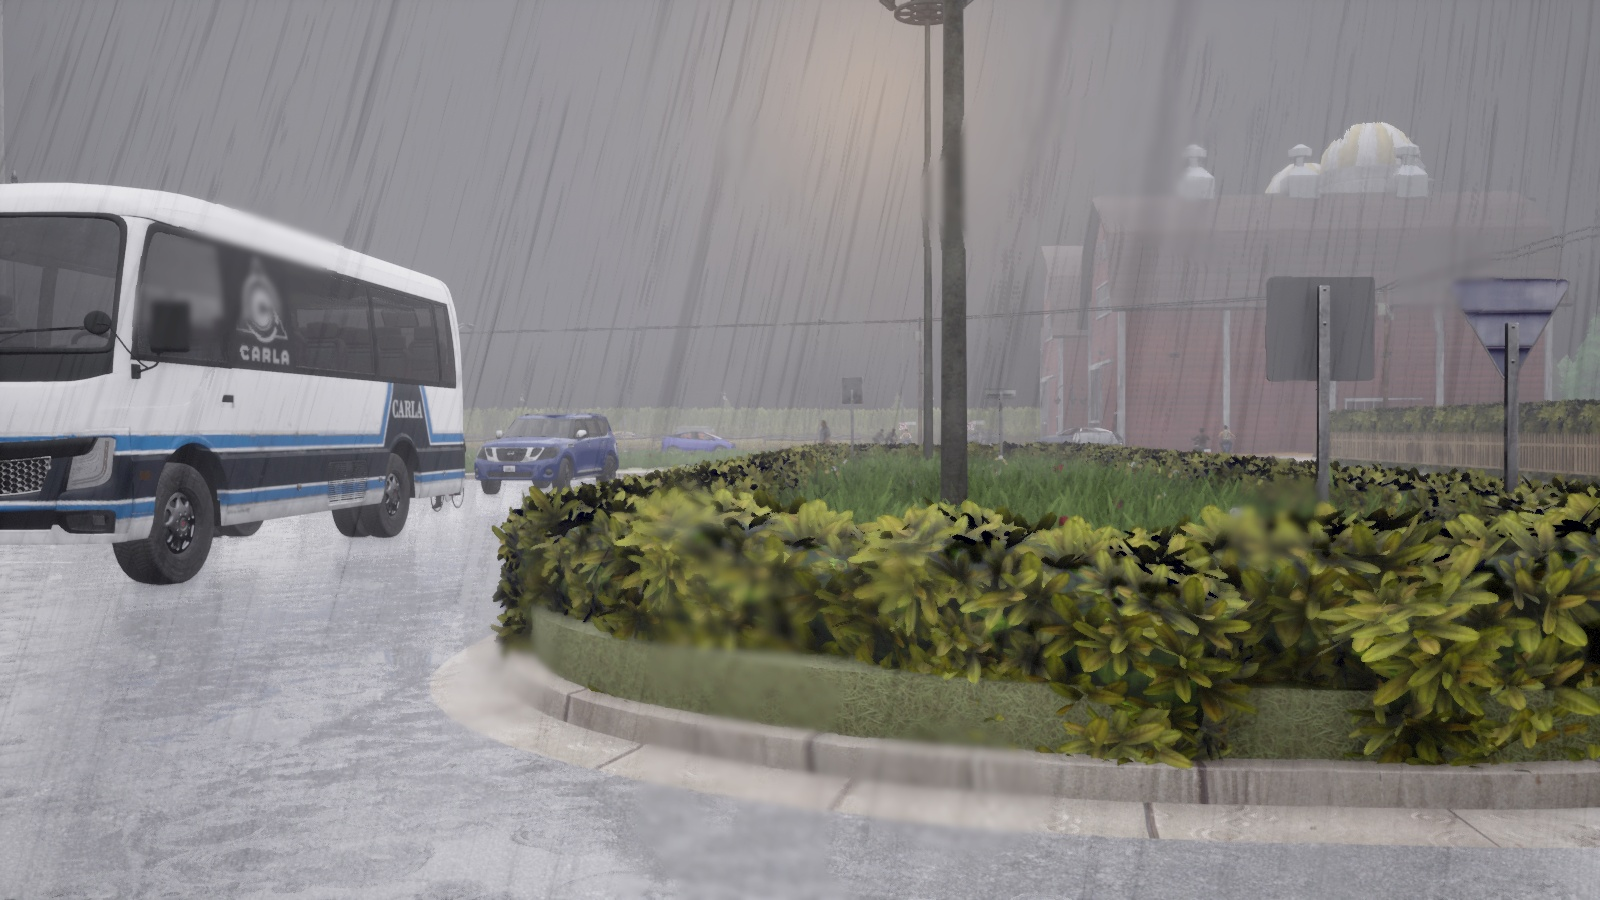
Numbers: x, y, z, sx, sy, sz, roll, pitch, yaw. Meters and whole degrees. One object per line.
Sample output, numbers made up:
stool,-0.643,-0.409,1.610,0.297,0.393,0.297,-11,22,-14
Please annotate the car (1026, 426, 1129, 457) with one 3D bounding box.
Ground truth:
car,15.111,-0.494,68.445,5.027,1.651,2.152,1,1,38

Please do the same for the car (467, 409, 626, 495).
car,-6.433,-0.002,32.691,2.150,2.045,5.566,0,1,10

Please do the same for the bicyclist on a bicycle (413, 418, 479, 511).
bicyclist on a bicycle,-6.991,0.272,24.884,0.659,1.776,1.843,0,1,5

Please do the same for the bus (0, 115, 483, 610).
bus,-7.655,-0.836,16.062,3.944,4.253,10.273,0,1,4

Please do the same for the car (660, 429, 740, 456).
car,-5.941,-0.449,74.888,4.514,1.525,2.007,0,1,5

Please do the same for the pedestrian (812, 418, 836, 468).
pedestrian,0.884,-0.259,46.455,0.694,1.848,0.540,0,1,-25

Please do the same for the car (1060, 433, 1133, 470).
car,12.602,0.015,53.641,2.163,1.488,4.792,0,1,3
